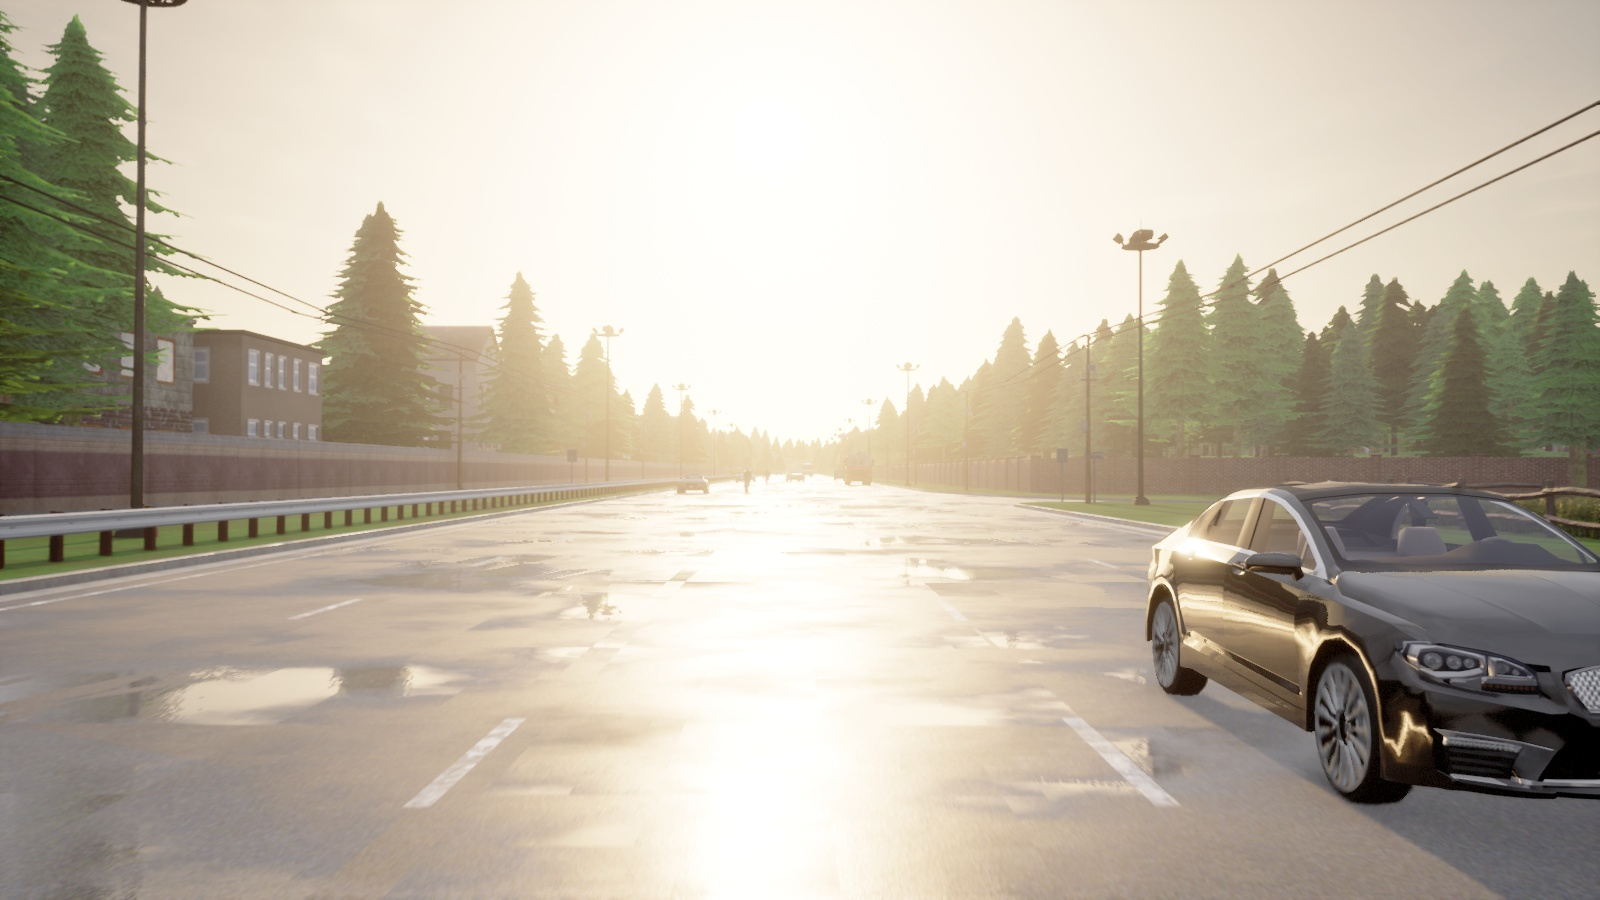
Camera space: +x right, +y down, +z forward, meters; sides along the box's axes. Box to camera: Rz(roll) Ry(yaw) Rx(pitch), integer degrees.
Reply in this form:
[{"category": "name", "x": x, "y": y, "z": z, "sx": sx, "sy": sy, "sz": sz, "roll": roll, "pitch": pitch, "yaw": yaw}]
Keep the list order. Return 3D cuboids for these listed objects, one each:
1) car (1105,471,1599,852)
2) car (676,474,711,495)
[{"category": "car", "x": 3.481, "y": 0.882, "z": 7.462, "sx": 2.128, "sy": 1.511, "sz": 4.902, "roll": 0, "pitch": -1, "yaw": 0}, {"category": "car", "x": -7.205, "y": 2.337, "z": 85.395, "sx": 1.994, "sy": 1.385, "sz": 4.181, "roll": 0, "pitch": -1, "yaw": 0}]
